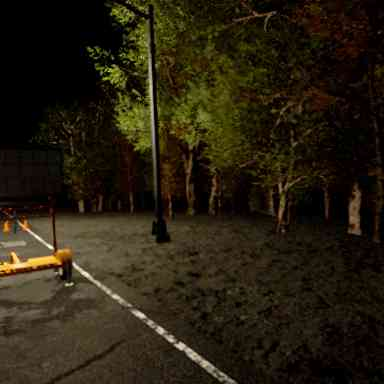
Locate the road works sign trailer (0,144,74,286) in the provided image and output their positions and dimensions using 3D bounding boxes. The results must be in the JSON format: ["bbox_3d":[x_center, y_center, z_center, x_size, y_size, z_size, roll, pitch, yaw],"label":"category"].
[{"bbox_3d":[-4.677,0.566,8.790,2.380,3.560,2.880,-3,2,-32],"label":"road works sign trailer"}]
